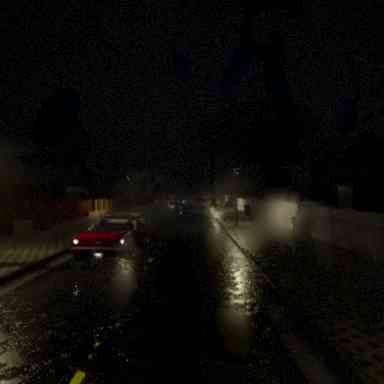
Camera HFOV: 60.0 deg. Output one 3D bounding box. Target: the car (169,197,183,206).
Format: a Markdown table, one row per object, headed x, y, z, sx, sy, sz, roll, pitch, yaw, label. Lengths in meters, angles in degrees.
| x | y | z | sx | sy | sz | roll | pitch | yaw | label |
| --- | --- | --- | --- | --- | --- | --- | --- | --- | --- |
| -2.546 | 1.580 | 55.081 | 1.812 | 1.442 | 4.674 | 0 | 0 | 2 | car |

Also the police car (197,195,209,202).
| x | y | z | sx | sy | sz | roll | pitch | yaw | label |
| --- | --- | --- | --- | --- | --- | --- | --- | --- | --- |
| 2.247 | 1.514 | 77.338 | 1.930 | 1.638 | 5.238 | 0 | 0 | 4 | police car |

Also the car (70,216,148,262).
| x | y | z | sx | sy | sz | roll | pitch | yaw | label |
| --- | --- | --- | --- | --- | --- | --- | --- | --- | --- |
| -2.849 | 1.608 | 12.345 | 1.895 | 1.301 | 4.718 | 0 | 0 | 0 | car |
